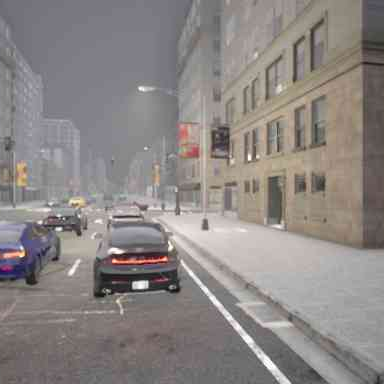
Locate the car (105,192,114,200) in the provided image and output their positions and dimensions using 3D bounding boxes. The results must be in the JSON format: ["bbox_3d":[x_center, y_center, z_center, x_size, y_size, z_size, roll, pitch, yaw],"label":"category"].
[{"bbox_3d":[-21.712,1.077,87.954,2.150,2.045,5.566,0,0,-12],"label":"car"}]

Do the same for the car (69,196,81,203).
[{"bbox_3d":[-24.442,1.586,69.498,1.895,1.301,4.718,0,0,-12],"label":"car"}]

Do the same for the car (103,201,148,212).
[{"bbox_3d":[-3.498,1.488,17.736,2.128,1.511,4.902,0,0,-12],"label":"car"}]

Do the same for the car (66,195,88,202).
[{"bbox_3d":[-16.858,1.474,48.971,1.882,1.535,5.008,0,0,-12],"label":"car"}]

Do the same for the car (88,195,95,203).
[{"bbox_3d":[-18.850,1.348,58.520,2.097,1.767,4.553,0,0,-13],"label":"car"}]

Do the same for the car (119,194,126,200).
[{"bbox_3d":[-18.526,1.352,88.599,1.837,1.490,4.892,0,0,-12],"label":"car"}]

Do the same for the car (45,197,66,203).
[{"bbox_3d":[-20.061,1.488,48.164,2.128,1.511,4.902,0,0,-15],"label":"car"}]

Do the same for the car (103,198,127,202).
[{"bbox_3d":[-7.145,1.597,35.796,4.718,1.301,1.895,0,0,-12],"label":"car"}]

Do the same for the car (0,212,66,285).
[{"bbox_3d":[-4.897,1.523,9.163,1.812,1.442,4.674,0,0,-12],"label":"car"}]

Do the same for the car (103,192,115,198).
[{"bbox_3d":[-19.550,1.209,77.761,2.150,2.045,5.566,0,0,-12],"label":"car"}]

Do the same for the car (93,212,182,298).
[{"bbox_3d":[-1.468,1.502,8.635,1.837,1.490,4.892,0,0,-12],"label":"car"}]

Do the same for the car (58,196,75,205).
[{"bbox_3d":[-22.367,1.541,59.517,2.033,1.411,5.357,0,0,-10],"label":"car"}]

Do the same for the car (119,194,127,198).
[{"bbox_3d":[-16.364,1.462,78.406,1.882,1.535,5.008,0,0,-12],"label":"car"}]

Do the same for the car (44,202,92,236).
[{"bbox_3d":[-6.796,1.501,18.112,1.837,1.490,4.892,0,0,-12],"label":"car"}]
